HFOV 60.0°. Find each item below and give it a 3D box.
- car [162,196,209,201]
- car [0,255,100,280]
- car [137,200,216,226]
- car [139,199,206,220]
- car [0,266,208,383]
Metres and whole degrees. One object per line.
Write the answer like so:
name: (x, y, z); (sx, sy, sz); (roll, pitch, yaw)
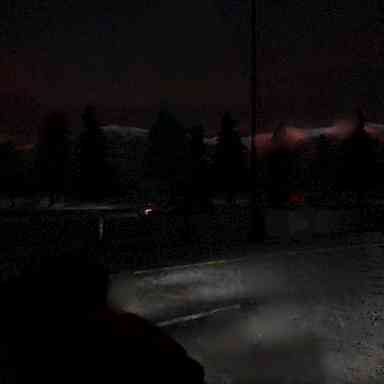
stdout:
car: (-1.479, 1.231, 22.841); (4.553, 1.767, 2.097); (0, 0, -26)
car: (-3.724, 1.573, 5.278); (4.718, 1.301, 1.895); (0, 0, -35)
car: (-0.835, 1.423, 19.295); (4.674, 1.442, 1.812); (0, 0, -27)
car: (-1.558, 1.336, 26.714); (5.008, 1.535, 1.882); (0, 0, -25)
car: (-2.152, 1.589, 2.127); (4.718, 1.301, 1.895); (0, 0, -36)
